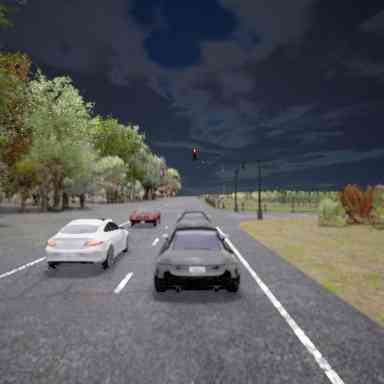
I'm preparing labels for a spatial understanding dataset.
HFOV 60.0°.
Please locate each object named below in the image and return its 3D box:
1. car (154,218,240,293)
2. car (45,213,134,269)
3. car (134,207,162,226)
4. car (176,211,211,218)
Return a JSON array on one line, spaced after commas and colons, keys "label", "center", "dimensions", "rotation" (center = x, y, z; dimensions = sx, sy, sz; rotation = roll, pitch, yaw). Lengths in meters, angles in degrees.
[{"label": "car", "center": [0.101, 1.645, 9.102], "dimensions": [1.994, 1.385, 4.181], "rotation": [0, -1, 0]}, {"label": "car", "center": [-3.408, 1.628, 11.480], "dimensions": [1.812, 1.442, 4.674], "rotation": [0, -1, 0]}, {"label": "car", "center": [-3.401, 1.824, 25.235], "dimensions": [1.895, 1.301, 4.718], "rotation": [0, 0, 0]}, {"label": "car", "center": [0.097, 1.724, 18.020], "dimensions": [1.994, 1.385, 4.181], "rotation": [0, -1, 0]}]
